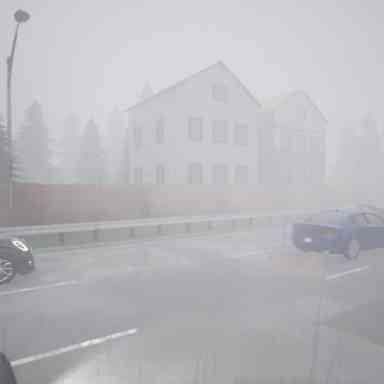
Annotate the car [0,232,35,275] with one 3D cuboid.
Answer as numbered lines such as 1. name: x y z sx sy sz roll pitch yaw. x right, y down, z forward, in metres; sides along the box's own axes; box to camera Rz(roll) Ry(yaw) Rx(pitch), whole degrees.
1. car: -6.261 1.355 7.862 4.553 1.767 2.097 -1 0 -35

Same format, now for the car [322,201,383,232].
1. car: 9.697 1.334 19.148 4.674 1.442 1.812 -1 0 -35

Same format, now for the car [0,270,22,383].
1. car: -3.038 1.579 1.567 4.181 1.385 1.994 -1 0 -35

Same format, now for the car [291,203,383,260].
1. car: 5.710 1.361 12.031 5.008 1.535 1.882 -1 0 -35
